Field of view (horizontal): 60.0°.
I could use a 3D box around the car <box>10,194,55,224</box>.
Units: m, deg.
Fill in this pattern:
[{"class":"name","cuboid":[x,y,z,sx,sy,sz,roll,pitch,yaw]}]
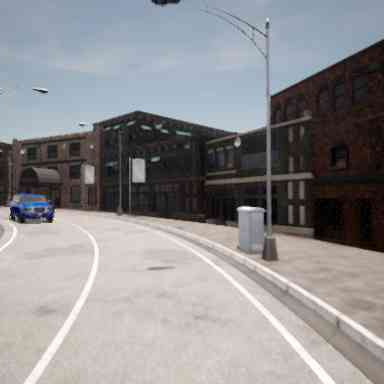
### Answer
[{"class":"car","cuboid":[-12.029,1.161,24.864,2.150,2.045,5.566,1,0,-38]}]
